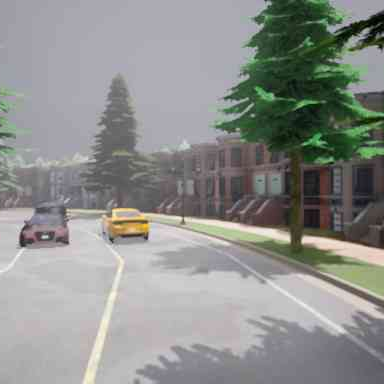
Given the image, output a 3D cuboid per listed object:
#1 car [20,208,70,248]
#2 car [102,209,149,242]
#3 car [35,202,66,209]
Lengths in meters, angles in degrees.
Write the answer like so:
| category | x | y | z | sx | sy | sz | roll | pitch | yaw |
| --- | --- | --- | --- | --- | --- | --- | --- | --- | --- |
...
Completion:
| category | x | y | z | sx | sy | sz | roll | pitch | yaw |
| --- | --- | --- | --- | --- | --- | --- | --- | --- | --- |
| car | -6.884 | 1.710 | 15.771 | 1.994 | 1.385 | 4.181 | 0 | 0 | -22 |
| car | -3.609 | 1.612 | 17.555 | 1.882 | 1.535 | 5.008 | 0 | 0 | -21 |
| car | -14.764 | 1.808 | 34.602 | 2.128 | 1.511 | 4.902 | 0 | -1 | -44 |
